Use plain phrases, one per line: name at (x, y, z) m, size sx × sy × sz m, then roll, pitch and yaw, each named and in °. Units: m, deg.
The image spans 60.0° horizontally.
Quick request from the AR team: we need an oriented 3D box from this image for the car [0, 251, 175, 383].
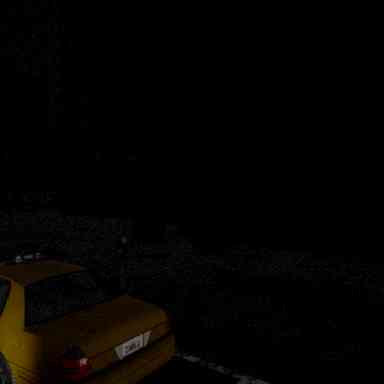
car at (-2.477, 1.525, 4.726) m, size 4.829 × 1.417 × 1.752 m, roll 0°, pitch 0°, yaw 35°
